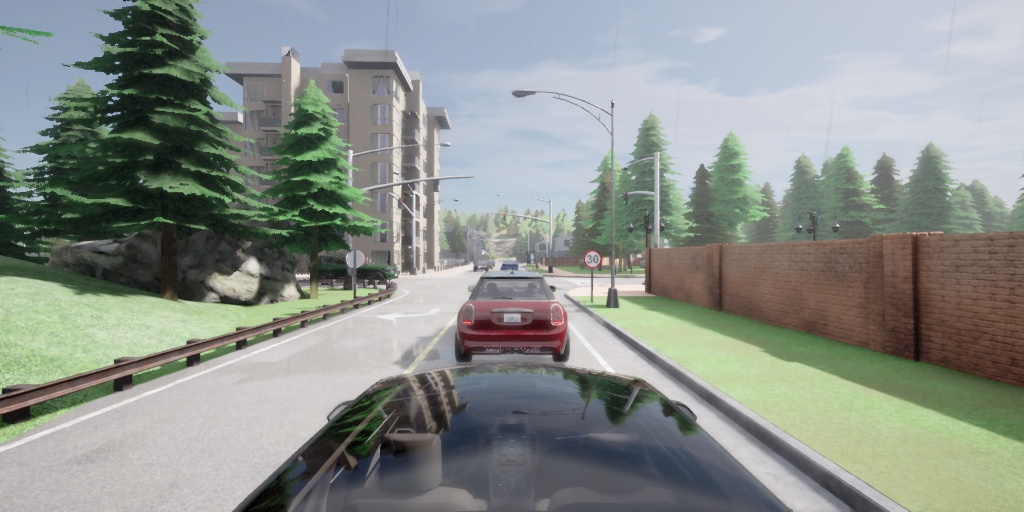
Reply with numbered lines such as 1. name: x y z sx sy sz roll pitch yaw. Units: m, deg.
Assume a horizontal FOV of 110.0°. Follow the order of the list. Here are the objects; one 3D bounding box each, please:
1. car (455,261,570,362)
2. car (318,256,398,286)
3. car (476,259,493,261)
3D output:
1. car: 0.005 1.102 8.373 2.097 1.767 4.553 0 0 0
2. car: -10.924 0.986 25.120 5.566 2.045 2.150 0 0 -2
3. car: -3.983 1.241 46.694 2.128 1.511 4.902 0 0 -1
